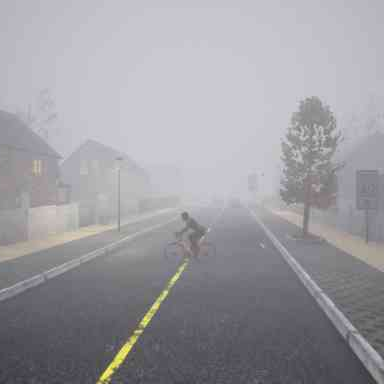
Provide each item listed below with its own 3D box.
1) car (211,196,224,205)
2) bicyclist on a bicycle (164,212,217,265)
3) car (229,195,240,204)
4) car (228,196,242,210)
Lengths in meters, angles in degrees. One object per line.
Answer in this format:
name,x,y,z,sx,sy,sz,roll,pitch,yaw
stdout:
car,4.396,1.459,57.133,1.882,1.535,5.008,0,0,8
bicyclist on a bicycle,-0.057,1.449,10.299,1.656,1.620,0.582,0,0,7
car,8.466,1.466,66.651,2.128,1.511,4.902,0,0,7
car,5.512,1.538,43.055,2.033,1.411,5.357,0,0,6
